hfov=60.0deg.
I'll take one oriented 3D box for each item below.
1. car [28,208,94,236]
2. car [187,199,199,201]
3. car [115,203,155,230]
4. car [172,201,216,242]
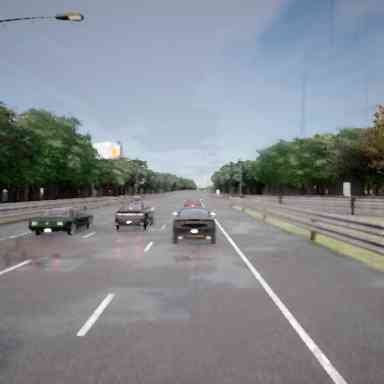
[{"bbox_3d":[-6.900,1.537,18.144,1.895,1.301,4.718,0,0,0],"label":"car"},{"bbox_3d":[0.101,1.428,37.261,1.994,1.385,4.181,0,0,0],"label":"car"},{"bbox_3d":[-3.401,1.417,20.374,2.128,1.511,4.902,0,0,0],"label":"car"},{"bbox_3d":[0.101,1.425,15.966,1.882,1.535,5.008,0,0,0],"label":"car"}]
